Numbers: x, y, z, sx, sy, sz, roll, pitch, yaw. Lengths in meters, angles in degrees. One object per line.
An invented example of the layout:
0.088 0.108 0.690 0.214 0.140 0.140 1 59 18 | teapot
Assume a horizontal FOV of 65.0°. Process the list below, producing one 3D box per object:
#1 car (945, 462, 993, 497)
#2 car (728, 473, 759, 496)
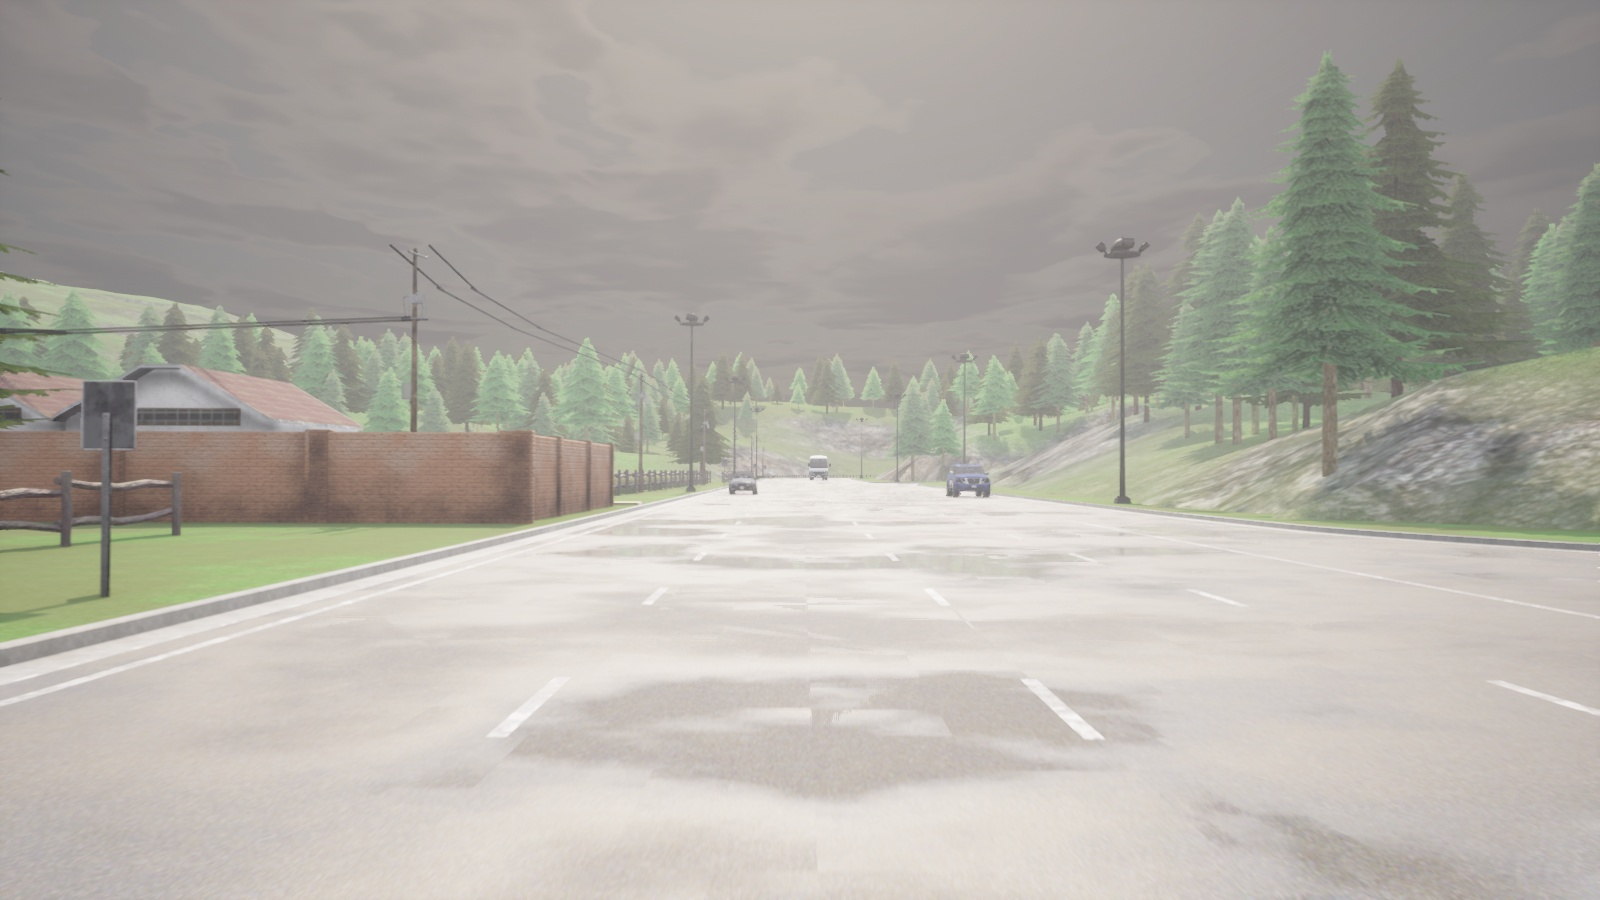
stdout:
10.322 1.782 77.061 2.150 2.045 5.566 0 -1 0 | car
-3.688 2.220 82.274 1.816 1.474 4.193 0 -1 0 | car
